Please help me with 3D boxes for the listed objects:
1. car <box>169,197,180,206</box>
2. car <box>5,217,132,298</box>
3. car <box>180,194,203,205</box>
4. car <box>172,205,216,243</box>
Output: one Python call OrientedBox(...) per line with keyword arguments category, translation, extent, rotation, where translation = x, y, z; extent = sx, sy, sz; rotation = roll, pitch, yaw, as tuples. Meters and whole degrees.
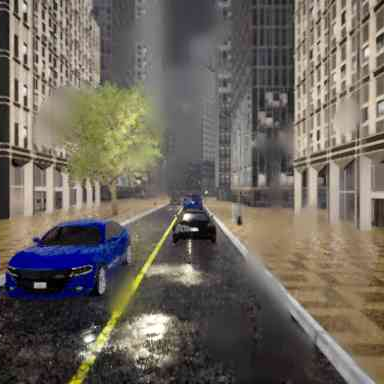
OrientedBox(category="car", translation=(-2.747, 1.562, 55.351), extent=(1.837, 1.490, 4.892), rotation=(0, 0, 0))
OrientedBox(category="car", translation=(-2.849, 1.477, 8.738), extent=(1.882, 1.535, 5.008), rotation=(0, 0, 0))
OrientedBox(category="car", translation=(0.104, 1.232, 37.666), extent=(2.150, 2.045, 5.566), rotation=(0, 0, 0))
OrientedBox(category="car", translation=(0.102, 1.563, 16.178), extent=(1.994, 1.385, 4.181), rotation=(0, 0, 0))
